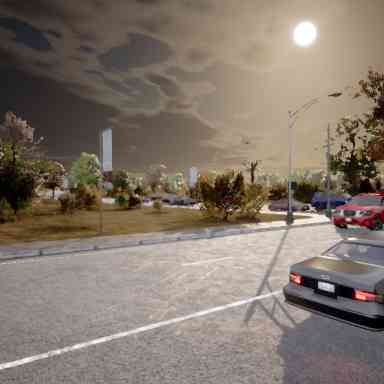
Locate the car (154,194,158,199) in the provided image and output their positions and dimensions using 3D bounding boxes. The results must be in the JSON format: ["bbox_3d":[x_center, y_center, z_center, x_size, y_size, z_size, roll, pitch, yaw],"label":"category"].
[{"bbox_3d":[-7.658,1.258,73.405,1.882,1.535,5.008,-1,0,-38],"label":"car"}]

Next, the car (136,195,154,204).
[{"bbox_3d":[-9.325,1.328,58.631,1.882,1.535,5.008,-1,1,-39],"label":"car"}]

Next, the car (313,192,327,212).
[{"bbox_3d":[15.070,1.034,34.120,2.150,2.045,5.566,-1,0,-41],"label":"car"}]

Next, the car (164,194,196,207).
[{"bbox_3d":[-1.316,1.393,48.630,2.033,1.411,5.357,-1,0,-39],"label":"car"}]

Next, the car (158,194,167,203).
[{"bbox_3d":[-3.245,1.174,56.619,2.097,1.767,4.553,-1,0,-39],"label":"car"}]

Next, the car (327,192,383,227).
[{"bbox_3d":[10.646,1.117,19.621,5.566,2.045,2.150,0,1,-37],"label":"car"}]

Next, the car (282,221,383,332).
[{"bbox_3d":[4.143,1.528,6.719,5.357,1.411,2.033,0,0,-36],"label":"car"}]

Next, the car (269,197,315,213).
[{"bbox_3d":[10.053,1.401,34.542,1.994,1.385,4.181,0,0,-39],"label":"car"}]
